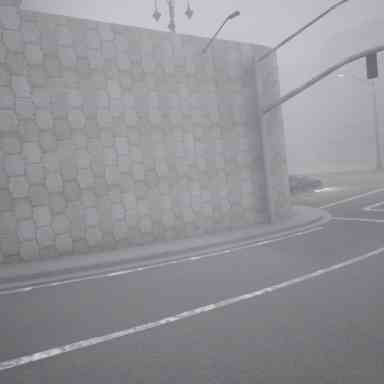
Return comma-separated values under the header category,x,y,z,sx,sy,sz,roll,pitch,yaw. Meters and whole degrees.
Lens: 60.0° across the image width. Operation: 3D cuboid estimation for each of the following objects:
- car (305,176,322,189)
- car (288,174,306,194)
category,x,y,z,sx,sy,sz,roll,pitch,yaw
car,9.627,-0.901,30.396,1.994,1.385,4.181,-10,6,-34
car,6.806,-0.597,28.334,2.097,1.767,4.553,-10,6,-35
